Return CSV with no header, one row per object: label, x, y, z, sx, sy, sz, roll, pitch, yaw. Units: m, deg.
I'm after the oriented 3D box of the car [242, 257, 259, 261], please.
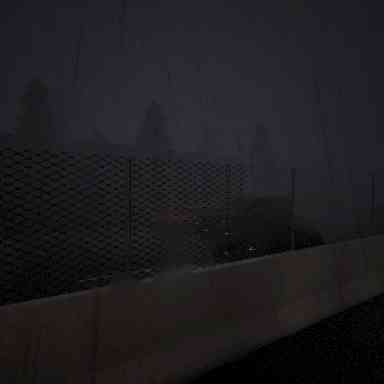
car,2.489,1.564,10.768,4.181,1.385,1.994,0,0,-42
